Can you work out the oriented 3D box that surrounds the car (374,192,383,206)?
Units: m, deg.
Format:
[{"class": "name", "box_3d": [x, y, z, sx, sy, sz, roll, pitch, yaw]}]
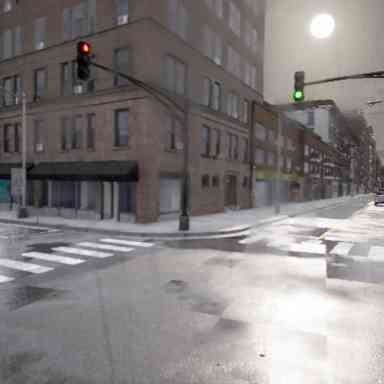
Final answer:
[{"class": "car", "box_3d": [25.231, 1.092, 44.068, 2.033, 1.411, 5.357, 2, 1, 31]}]

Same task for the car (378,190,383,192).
[{"class": "car", "box_3d": [30.734, 0.692, 53.210, 2.150, 2.045, 5.566, 2, 1, 31]}]
